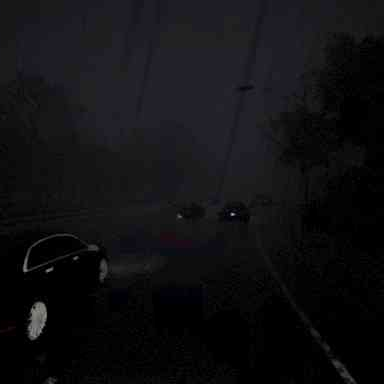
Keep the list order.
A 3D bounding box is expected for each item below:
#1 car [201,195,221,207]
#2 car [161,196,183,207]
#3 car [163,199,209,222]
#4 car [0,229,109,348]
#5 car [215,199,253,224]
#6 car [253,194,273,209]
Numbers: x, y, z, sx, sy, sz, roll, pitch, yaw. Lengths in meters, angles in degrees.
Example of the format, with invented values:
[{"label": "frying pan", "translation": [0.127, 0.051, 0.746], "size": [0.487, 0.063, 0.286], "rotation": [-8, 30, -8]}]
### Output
[{"label": "car", "translation": [2.542, 1.156, 45.025], "size": [1.837, 1.490, 4.892], "rotation": [0, 0, 23]}, {"label": "car", "translation": [-2.303, 1.215, 42.370], "size": [1.994, 1.385, 4.181], "rotation": [0, 1, 21]}, {"label": "car", "translation": [-0.318, 1.408, 24.603], "size": [1.895, 1.301, 4.718], "rotation": [0, 0, 13]}, {"label": "car", "translation": [-3.039, 1.449, 6.215], "size": [1.837, 1.490, 4.892], "rotation": [0, 0, 4]}, {"label": "car", "translation": [3.035, 1.394, 23.383], "size": [1.994, 1.385, 4.181], "rotation": [0, 1, 12]}, {"label": "car", "translation": [8.650, 1.066, 40.989], "size": [2.097, 1.767, 4.553], "rotation": [0, 1, 21]}]
